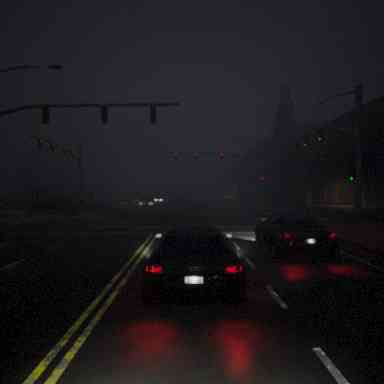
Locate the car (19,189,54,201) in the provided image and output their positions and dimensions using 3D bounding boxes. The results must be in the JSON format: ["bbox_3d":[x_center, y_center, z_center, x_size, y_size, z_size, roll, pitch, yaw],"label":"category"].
[{"bbox_3d":[-21.566,0.566,47.456,4.605,1.855,1.932,0,1,0],"label":"car"}]

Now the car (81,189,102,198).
[{"bbox_3d":[-21.581,0.291,69.972,3.866,1.878,1.905,0,1,0],"label":"car"}]

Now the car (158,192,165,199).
[{"bbox_3d":[-6.777,0.671,68.815,2.128,1.511,4.902,0,1,1],"label":"car"}]

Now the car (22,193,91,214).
[{"bbox_3d":[-12.050,1.123,29.725,4.902,1.511,2.128,0,0,8],"label":"car"}]

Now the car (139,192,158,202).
[{"bbox_3d":[-7.214,0.817,53.437,1.882,1.535,5.008,0,1,2],"label":"car"}]

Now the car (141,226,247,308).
[{"bbox_3d":[0.043,1.466,7.769,1.994,1.385,4.181,0,1,0],"label":"car"}]

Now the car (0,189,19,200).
[{"bbox_3d":[-39.101,0.289,69.927,4.605,1.855,1.932,0,1,0],"label":"car"}]

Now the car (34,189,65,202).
[{"bbox_3d":[-21.516,0.533,50.350,3.866,1.878,1.905,0,1,0],"label":"car"}]

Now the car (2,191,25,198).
[{"bbox_3d":[-39.041,0.463,72.826,3.905,1.438,1.784,0,1,0],"label":"car"}]

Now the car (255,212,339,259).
[{"bbox_3d":[3.544,1.415,11.948,1.994,1.385,4.181,0,1,0],"label":"car"}]
